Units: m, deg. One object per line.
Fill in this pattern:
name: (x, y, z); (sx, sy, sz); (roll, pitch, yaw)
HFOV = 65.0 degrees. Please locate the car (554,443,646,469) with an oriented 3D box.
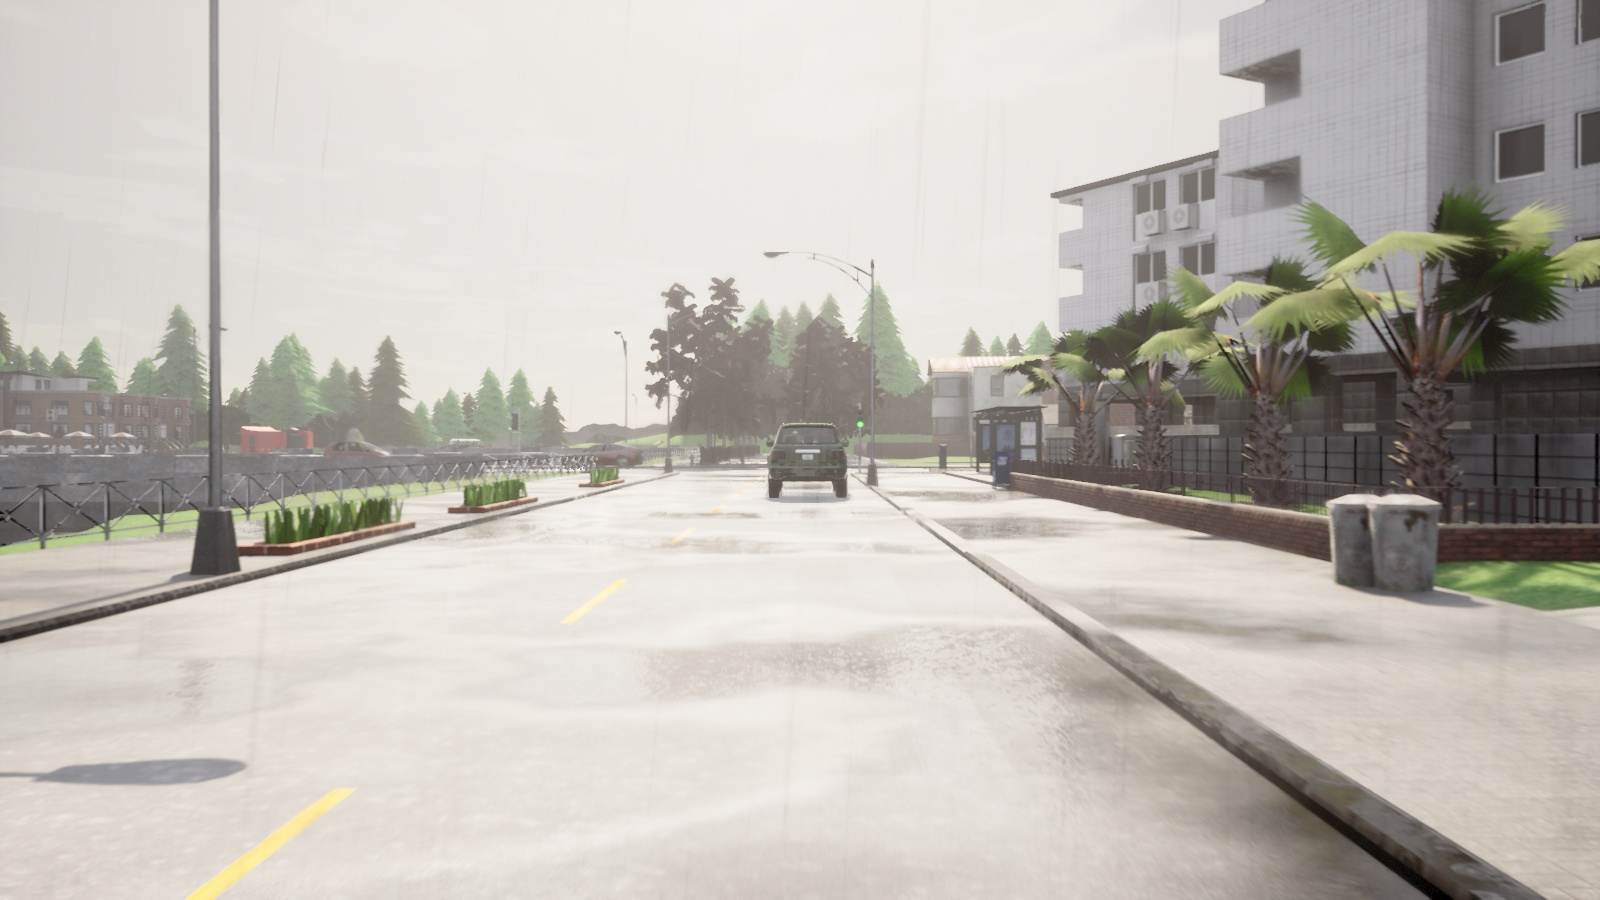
car: (-11.352, 0.334, 71.542); (4.792, 1.488, 2.163); (0, 0, 4)

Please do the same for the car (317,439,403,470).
car: (-23.656, 0.245, 67.580); (3.988, 1.617, 1.851); (0, 0, 0)

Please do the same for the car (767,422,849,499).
car: (0.222, 0.263, 35.895); (2.150, 2.045, 5.566); (0, 0, 0)
